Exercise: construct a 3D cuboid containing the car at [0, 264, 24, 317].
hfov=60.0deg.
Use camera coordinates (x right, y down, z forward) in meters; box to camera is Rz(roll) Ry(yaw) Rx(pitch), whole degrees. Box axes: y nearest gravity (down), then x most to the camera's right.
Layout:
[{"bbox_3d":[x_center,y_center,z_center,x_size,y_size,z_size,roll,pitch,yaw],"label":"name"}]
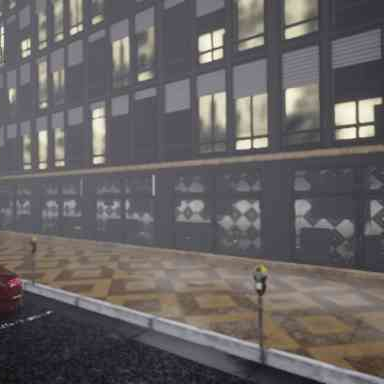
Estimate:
[{"bbox_3d":[-4.800,1.647,6.261,4.206,1.307,1.802,-1,-1,35],"label":"car"}]
